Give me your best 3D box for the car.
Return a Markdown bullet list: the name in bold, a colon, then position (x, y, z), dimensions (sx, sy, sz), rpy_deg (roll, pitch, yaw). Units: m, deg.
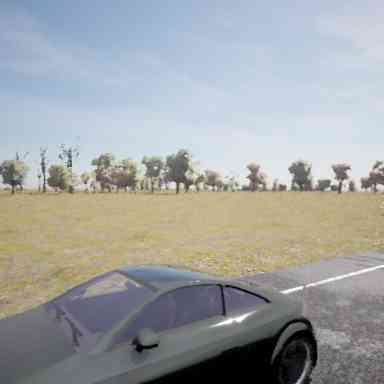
- **car**: position (-0.537, 1.567, 3.609), dimensions (4.181, 1.385, 1.994), rpy_deg (0, 0, -35)
